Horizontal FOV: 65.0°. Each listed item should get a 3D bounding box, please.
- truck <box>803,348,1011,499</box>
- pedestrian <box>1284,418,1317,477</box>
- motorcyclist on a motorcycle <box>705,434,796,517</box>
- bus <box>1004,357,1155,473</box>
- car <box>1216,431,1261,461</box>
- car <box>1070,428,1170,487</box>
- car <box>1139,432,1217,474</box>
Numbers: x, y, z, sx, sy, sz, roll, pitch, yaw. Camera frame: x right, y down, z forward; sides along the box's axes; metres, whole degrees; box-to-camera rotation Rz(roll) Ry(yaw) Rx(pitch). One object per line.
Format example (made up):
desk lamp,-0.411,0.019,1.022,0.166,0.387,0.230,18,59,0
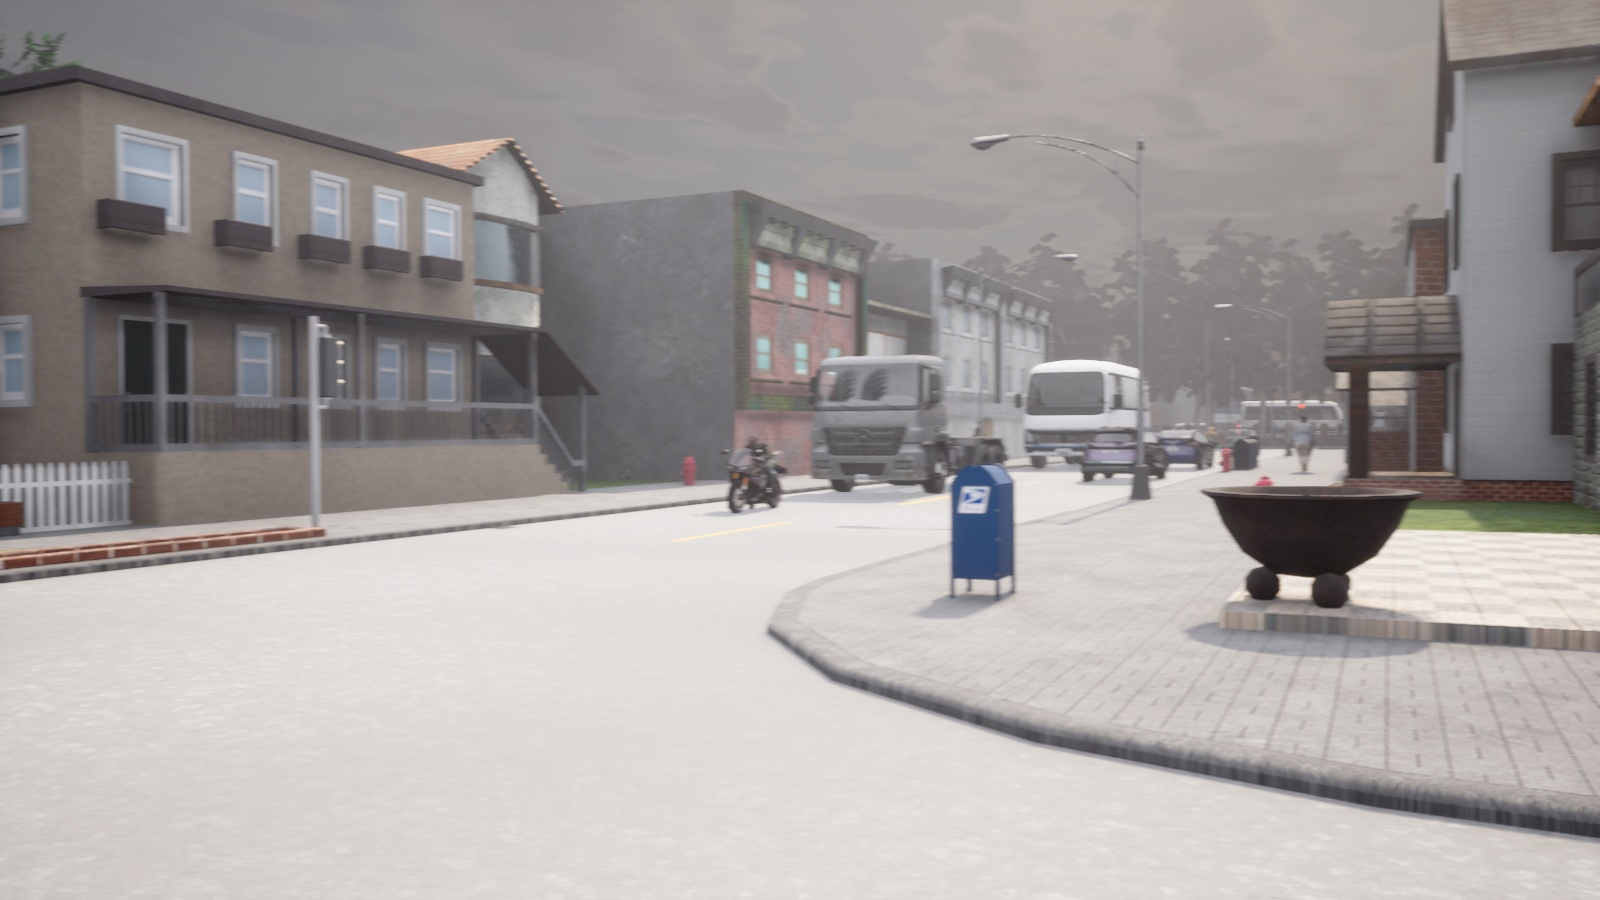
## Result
truck,3.054,-0.685,32.956,2.891,3.462,7.936,1,1,25
pedestrian,15.938,-0.078,40.010,0.874,1.855,0.900,1,1,27
motorcyclist on a motorcycle,-0.942,0.462,24.443,0.866,1.530,2.191,1,1,25
bus,11.664,-1.358,51.339,3.944,4.253,10.273,1,1,25
car,23.656,-0.243,67.715,1.789,1.549,3.705,1,1,27
car,9.699,0.165,37.749,2.033,1.649,4.856,1,1,25
car,14.480,0.079,47.968,2.163,1.488,4.792,1,1,25
